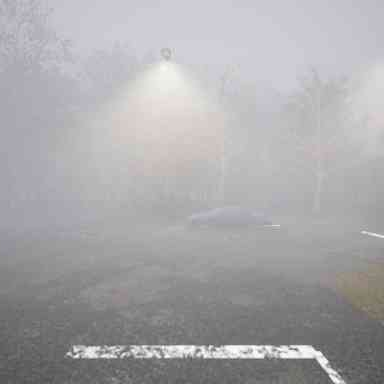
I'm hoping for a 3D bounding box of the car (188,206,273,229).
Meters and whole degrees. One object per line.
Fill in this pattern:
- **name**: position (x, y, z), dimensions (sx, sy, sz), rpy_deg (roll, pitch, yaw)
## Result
- **car**: position (2.402, 1.629, 21.403), dimensions (5.357, 1.411, 2.033), rpy_deg (0, 0, 0)
